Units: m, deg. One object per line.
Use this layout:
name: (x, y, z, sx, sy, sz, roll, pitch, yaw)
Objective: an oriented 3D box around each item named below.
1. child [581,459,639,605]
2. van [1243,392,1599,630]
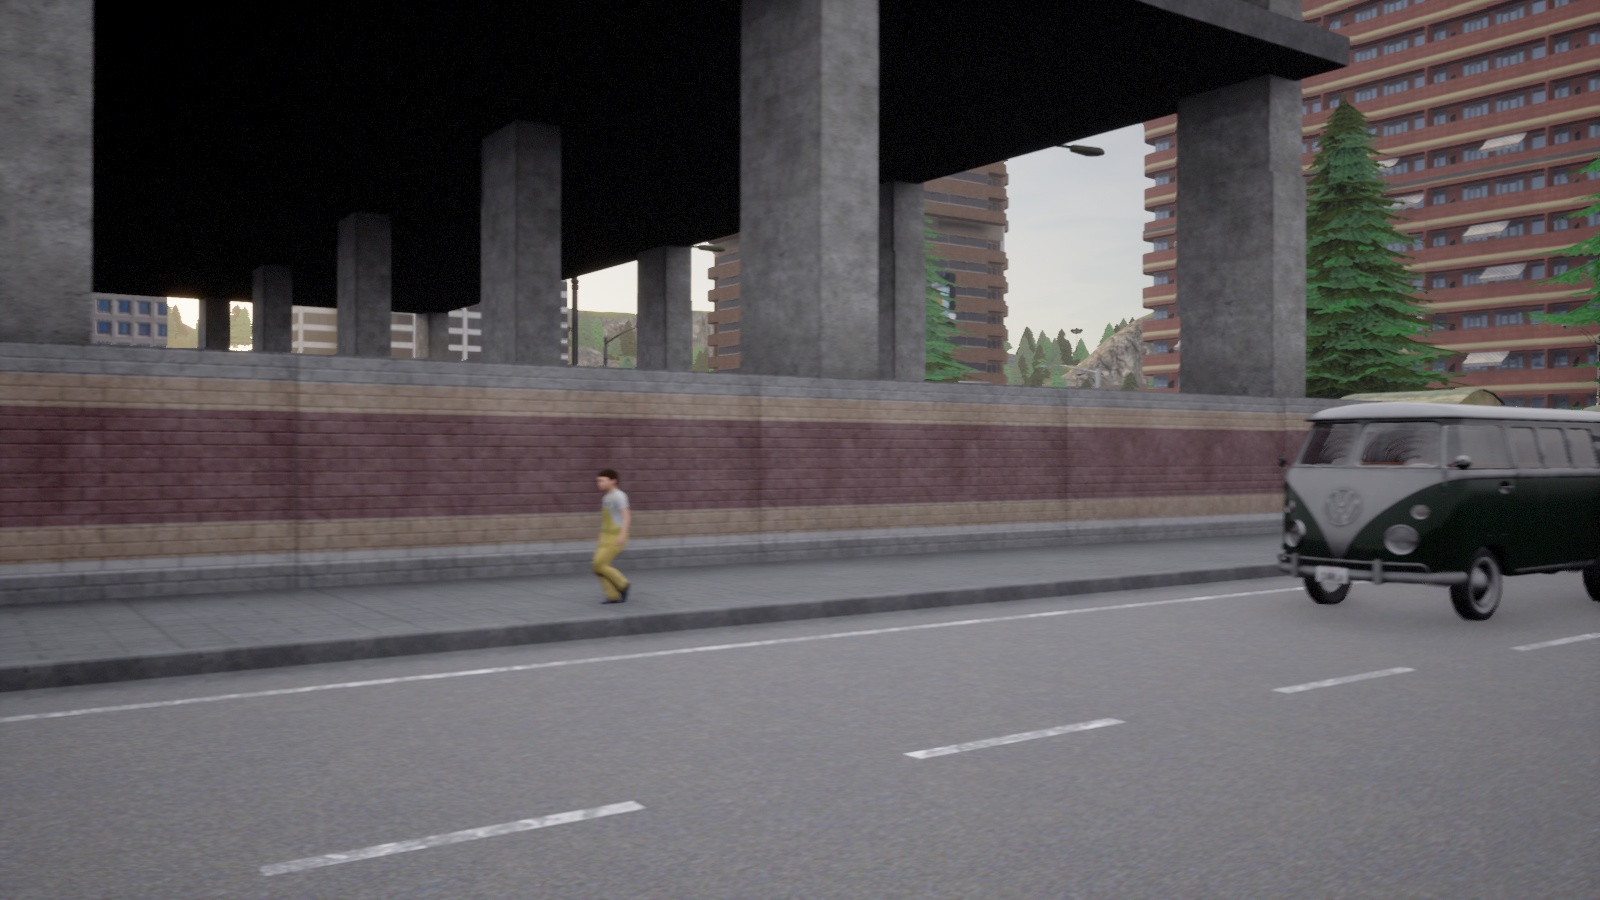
child: (-1.678, 0.710, 11.095, 0.437, 1.263, 0.270, 0, 0, -30)
van: (6.547, 0.514, 12.481, 4.442, 1.987, 1.775, 0, 0, -35)
